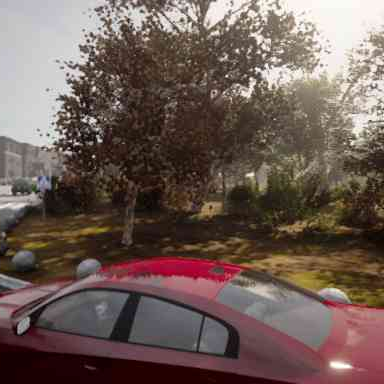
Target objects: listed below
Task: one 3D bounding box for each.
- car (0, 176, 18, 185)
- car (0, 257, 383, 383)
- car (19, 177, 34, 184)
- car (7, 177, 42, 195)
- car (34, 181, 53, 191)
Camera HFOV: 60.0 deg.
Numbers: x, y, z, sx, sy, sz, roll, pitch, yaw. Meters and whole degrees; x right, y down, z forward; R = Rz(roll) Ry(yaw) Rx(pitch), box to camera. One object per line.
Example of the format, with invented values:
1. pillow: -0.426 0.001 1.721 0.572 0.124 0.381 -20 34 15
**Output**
1. car: -39.462 -2.098 70.528 2.231 1.521 4.892 0 3 -11
2. car: -0.504 1.481 3.510 5.008 1.535 1.882 -1 0 23
3. car: -42.352 -2.974 85.130 2.231 1.521 4.892 0 3 -10
4. car: -22.511 -0.660 45.010 2.150 2.045 5.566 0 3 -10
5. car: -24.560 -0.993 55.263 1.837 1.490 4.892 0 3 -11
